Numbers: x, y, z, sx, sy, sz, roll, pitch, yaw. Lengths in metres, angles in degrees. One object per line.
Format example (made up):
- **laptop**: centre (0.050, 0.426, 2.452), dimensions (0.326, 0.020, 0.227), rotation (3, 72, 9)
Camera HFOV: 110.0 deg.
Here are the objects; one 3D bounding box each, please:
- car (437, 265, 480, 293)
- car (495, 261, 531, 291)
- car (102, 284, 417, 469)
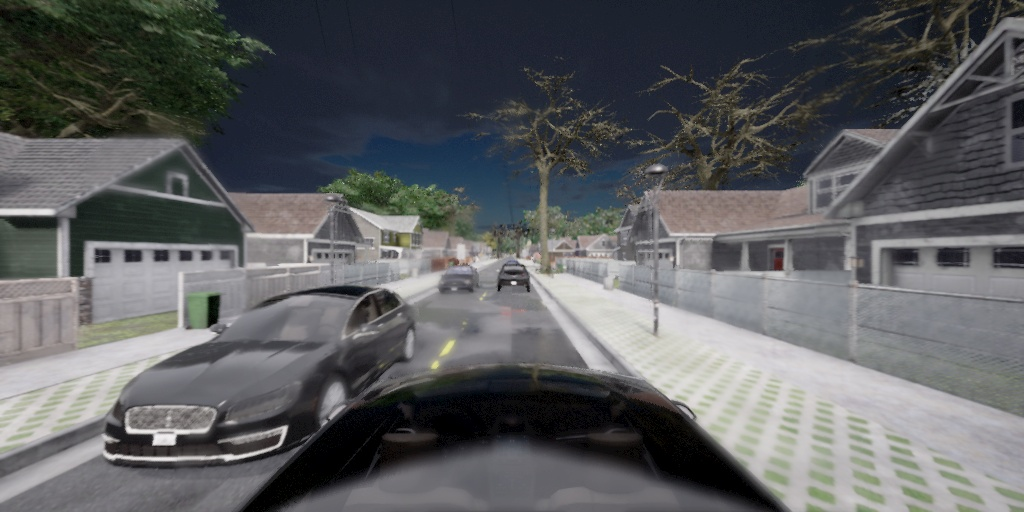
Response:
- **car**: centre (-2.861, 1.249, 20.454), dimensions (2.033, 1.411, 5.357), rotation (0, 0, 0)
- **car**: centre (0.090, 1.201, 21.298), dimensions (1.837, 1.490, 4.892), rotation (0, -1, 0)
- **car**: centre (-2.815, 1.246, 5.354), dimensions (1.837, 1.490, 4.892), rotation (0, 0, 0)
